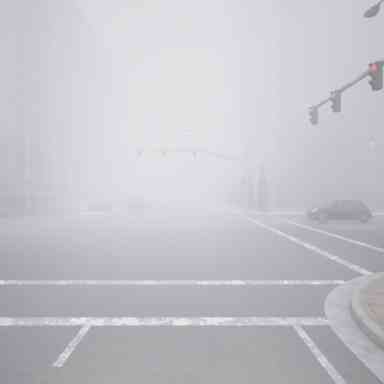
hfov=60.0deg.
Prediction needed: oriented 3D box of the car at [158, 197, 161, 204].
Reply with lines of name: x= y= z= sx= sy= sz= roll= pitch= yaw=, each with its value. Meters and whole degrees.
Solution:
car: x=-7.033 y=1.557 z=63.658 sx=2.033 sy=1.411 sz=5.357 roll=0 pitch=0 yaw=1

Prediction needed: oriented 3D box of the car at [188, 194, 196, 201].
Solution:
car: x=0.013 y=1.386 z=79.955 sx=1.882 sy=1.535 sz=5.008 roll=0 pitch=0 yaw=0

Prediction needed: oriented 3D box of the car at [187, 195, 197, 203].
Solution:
car: x=0.011 y=1.487 z=70.559 sx=1.882 sy=1.535 sz=5.008 roll=0 pitch=0 yaw=0

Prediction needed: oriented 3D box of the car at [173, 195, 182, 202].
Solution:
car: x=-3.487 y=1.565 z=80.810 sx=1.994 sy=1.385 sz=4.181 roll=0 pitch=0 yaw=0

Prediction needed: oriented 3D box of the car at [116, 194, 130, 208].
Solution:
car: x=-10.579 y=1.499 z=47.529 sx=2.128 sy=1.511 sz=4.902 roll=0 pitch=0 yaw=0

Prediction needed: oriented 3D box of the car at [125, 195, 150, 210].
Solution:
car: x=-7.069 y=1.484 z=43.637 sx=1.882 sy=1.535 sz=5.008 roll=0 pitch=0 yaw=0

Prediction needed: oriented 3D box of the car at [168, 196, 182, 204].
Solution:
car: x=-3.390 y=1.556 z=61.448 sx=2.033 sy=1.411 sz=5.357 roll=0 pitch=0 yaw=0

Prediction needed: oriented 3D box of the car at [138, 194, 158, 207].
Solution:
car: x=-7.061 y=1.486 z=52.904 sx=1.882 sy=1.535 sz=5.008 roll=0 pitch=0 yaw=0

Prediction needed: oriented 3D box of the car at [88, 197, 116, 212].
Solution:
car: x=-10.593 y=1.570 z=38.660 sx=1.994 sy=1.385 sz=4.181 roll=0 pitch=0 yaw=1

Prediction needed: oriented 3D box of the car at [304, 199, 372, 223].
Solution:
car: x=10.968 y=1.356 z=25.206 sx=4.553 sy=1.767 sz=2.097 roll=0 pitch=0 yaw=2
